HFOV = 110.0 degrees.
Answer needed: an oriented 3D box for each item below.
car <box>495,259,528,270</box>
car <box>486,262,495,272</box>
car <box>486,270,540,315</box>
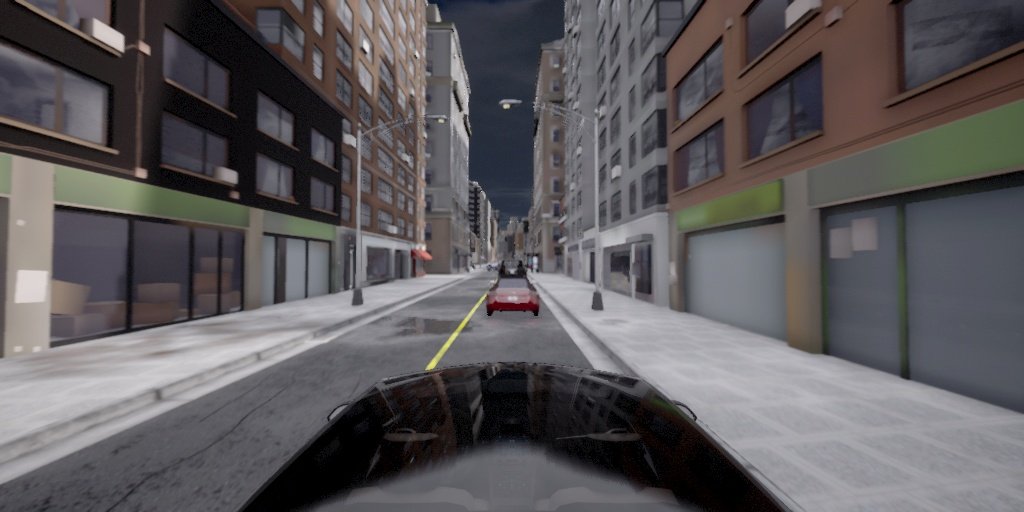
[{"bbox_3d":[0.039,1.242,28.149,2.150,2.045,5.566,0,0,1],"label":"car"},{"bbox_3d":[-3.037,1.893,58.336,1.812,1.442,4.674,0,-1,1],"label":"car"},{"bbox_3d":[0.049,1.440,14.286,1.994,1.385,4.181,0,0,1],"label":"car"}]
